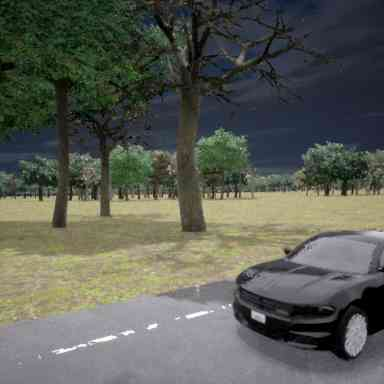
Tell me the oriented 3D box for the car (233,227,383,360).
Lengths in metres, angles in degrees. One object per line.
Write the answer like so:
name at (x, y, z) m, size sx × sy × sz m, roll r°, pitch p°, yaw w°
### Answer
car at (2.959, 1.471, 6.118) m, size 5.008 × 1.535 × 1.882 m, roll 0°, pitch 0°, yaw -36°
